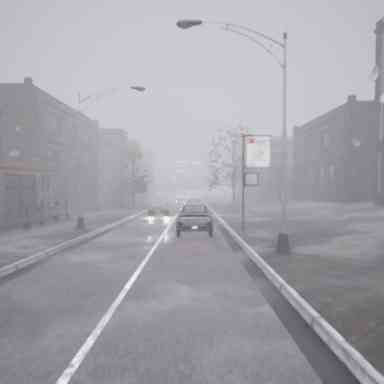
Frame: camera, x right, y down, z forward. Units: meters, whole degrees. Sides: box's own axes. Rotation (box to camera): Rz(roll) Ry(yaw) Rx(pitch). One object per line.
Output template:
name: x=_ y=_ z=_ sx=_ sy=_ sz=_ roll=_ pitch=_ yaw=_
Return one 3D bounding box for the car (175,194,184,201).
car: x=-2.681 y=1.115 z=73.118 sx=1.812 sy=1.442 sz=4.674 roll=0 pitch=1 yaw=0

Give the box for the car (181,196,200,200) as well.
car: x=0.225 y=1.412 z=36.129 sx=2.033 sy=1.411 sz=5.357 roll=0 pitch=0 yaw=0

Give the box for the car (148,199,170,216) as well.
car: x=-2.996 y=1.411 z=31.243 sx=1.812 sy=1.442 sz=4.674 roll=0 pitch=0 yaw=0

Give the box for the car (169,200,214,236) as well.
car: x=0.139 y=1.430 z=17.960 sx=2.128 sy=1.511 sz=4.902 roll=0 pitch=0 yaw=0
